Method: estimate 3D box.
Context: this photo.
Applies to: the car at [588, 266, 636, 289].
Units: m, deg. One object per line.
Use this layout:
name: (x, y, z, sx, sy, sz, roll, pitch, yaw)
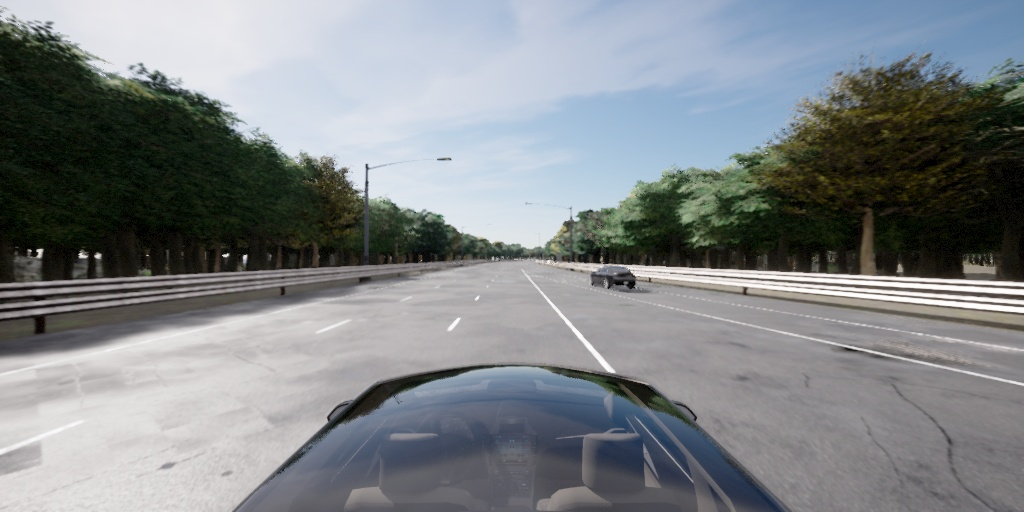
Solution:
car: (6.818, 1.455, 24.865, 1.837, 1.490, 4.892, 0, 0, -8)
